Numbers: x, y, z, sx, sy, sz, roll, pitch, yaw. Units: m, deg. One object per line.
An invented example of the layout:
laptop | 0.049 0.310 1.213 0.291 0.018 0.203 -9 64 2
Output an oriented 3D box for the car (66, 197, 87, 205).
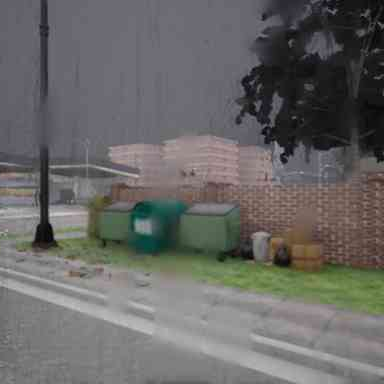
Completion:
car | -21.198 1.652 61.511 1.970 1.475 3.806 0 0 36
